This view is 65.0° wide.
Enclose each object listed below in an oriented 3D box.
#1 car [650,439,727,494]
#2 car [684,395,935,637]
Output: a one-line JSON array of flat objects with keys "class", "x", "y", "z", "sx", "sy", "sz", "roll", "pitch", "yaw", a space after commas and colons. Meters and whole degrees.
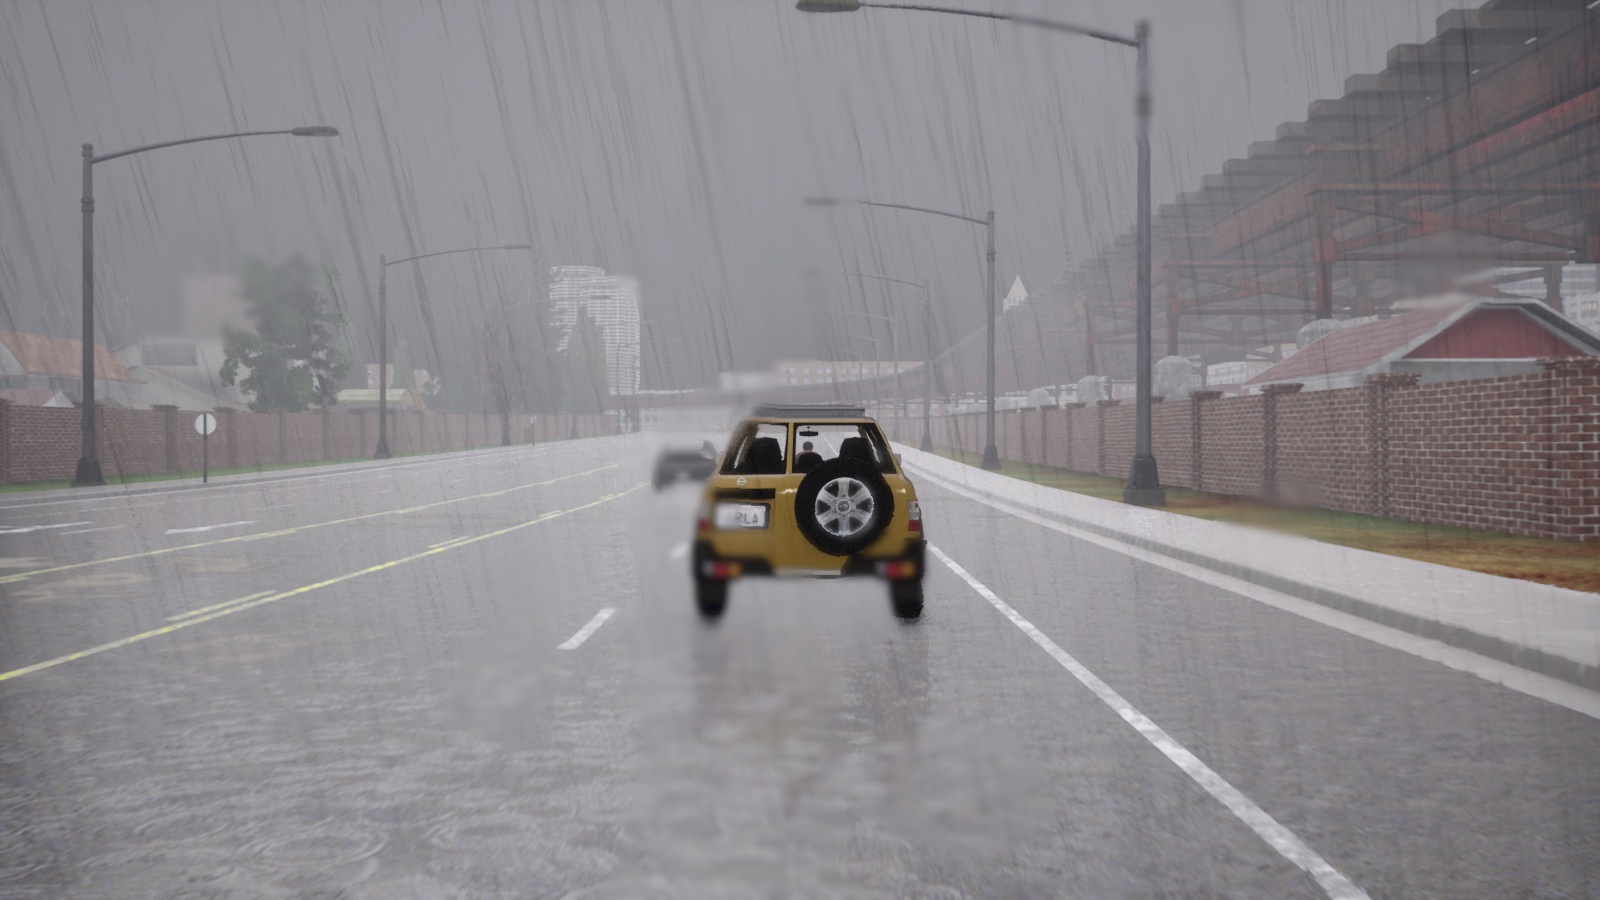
[{"class": "car", "x": -3.269, "y": 0.444, "z": 37.711, "sx": 1.837, "sy": 1.490, "sz": 4.892, "roll": 0, "pitch": 1, "yaw": 0}, {"class": "car", "x": 0.084, "y": 0.496, "z": 11.963, "sx": 1.932, "sy": 1.855, "sz": 4.605, "roll": 0, "pitch": 0, "yaw": 0}]
